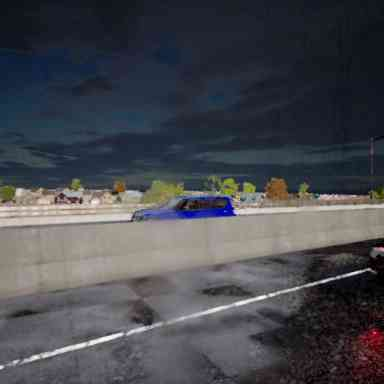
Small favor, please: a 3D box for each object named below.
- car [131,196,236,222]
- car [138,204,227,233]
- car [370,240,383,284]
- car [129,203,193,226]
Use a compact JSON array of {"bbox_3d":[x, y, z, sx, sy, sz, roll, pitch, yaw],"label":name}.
[{"bbox_3d":[-0.241,1.217,16.673,5.566,2.045,2.150,0,0,-36],"label":"car"},{"bbox_3d":[-0.504,1.543,20.770,5.357,1.411,2.033,0,0,-35],"label":"car"},{"bbox_3d":[6.318,1.491,8.208,4.902,1.511,2.128,0,0,-35],"label":"car"},{"bbox_3d":[-2.194,1.558,23.859,4.181,1.385,1.994,0,0,-35],"label":"car"}]
